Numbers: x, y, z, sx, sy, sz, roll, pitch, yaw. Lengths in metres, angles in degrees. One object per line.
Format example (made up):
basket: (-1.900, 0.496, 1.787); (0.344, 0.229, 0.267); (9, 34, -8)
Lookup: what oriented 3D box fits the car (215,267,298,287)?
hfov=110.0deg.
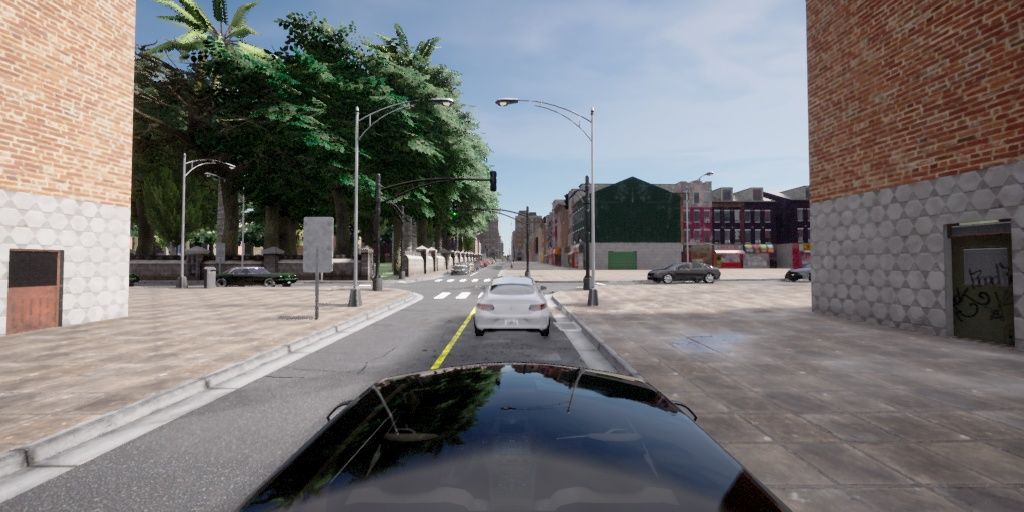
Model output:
car: (-16.155, 1.341, 22.466); (4.718, 1.301, 1.895); (0, -1, 0)

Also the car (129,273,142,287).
car: (-26.316, 1.336, 22.404); (4.718, 1.301, 1.895); (0, -1, 0)

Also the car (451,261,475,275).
car: (-5.567, 1.332, 38.908); (2.007, 1.370, 4.403); (0, 0, 0)

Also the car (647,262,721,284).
car: (12.205, 1.192, 25.598); (4.892, 1.490, 1.837); (-1, -1, 0)

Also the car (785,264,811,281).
car: (22.072, 1.144, 25.664); (4.181, 1.385, 1.994); (-1, -1, 0)

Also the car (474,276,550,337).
car: (0.021, 1.279, 10.143); (1.812, 1.442, 4.674); (0, 0, 1)

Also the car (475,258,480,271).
car: (-5.606, 1.344, 46.043); (2.007, 1.370, 4.403); (0, 0, 0)

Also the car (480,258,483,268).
car: (-5.655, 1.370, 51.493); (1.948, 1.339, 4.313); (0, 0, 0)

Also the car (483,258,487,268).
car: (-5.755, 1.416, 62.392); (1.802, 1.307, 4.207); (0, 0, 0)
